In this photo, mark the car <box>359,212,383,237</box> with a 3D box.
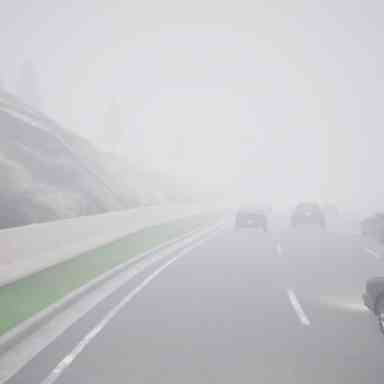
[{"bbox_3d":[9.877,1.692,16.600,2.033,1.411,5.357,0,0,14],"label":"car"}]

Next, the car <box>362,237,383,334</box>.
[{"bbox_3d":[3.778,1.592,3.482,2.033,1.411,5.357,0,0,5],"label":"car"}]

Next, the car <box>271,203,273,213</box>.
[{"bbox_3d":[8.659,1.796,39.830,1.994,1.385,4.181,0,0,15],"label":"car"}]

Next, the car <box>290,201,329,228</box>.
[{"bbox_3d":[8.127,1.513,23.730,2.097,1.767,4.553,0,0,14],"label":"car"}]

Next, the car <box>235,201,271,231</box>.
[{"bbox_3d":[3.951,1.599,21.628,1.882,1.535,5.008,0,0,14],"label":"car"}]

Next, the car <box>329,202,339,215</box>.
[{"bbox_3d":[15.337,1.799,37.689,1.812,1.442,4.674,0,0,15],"label":"car"}]
